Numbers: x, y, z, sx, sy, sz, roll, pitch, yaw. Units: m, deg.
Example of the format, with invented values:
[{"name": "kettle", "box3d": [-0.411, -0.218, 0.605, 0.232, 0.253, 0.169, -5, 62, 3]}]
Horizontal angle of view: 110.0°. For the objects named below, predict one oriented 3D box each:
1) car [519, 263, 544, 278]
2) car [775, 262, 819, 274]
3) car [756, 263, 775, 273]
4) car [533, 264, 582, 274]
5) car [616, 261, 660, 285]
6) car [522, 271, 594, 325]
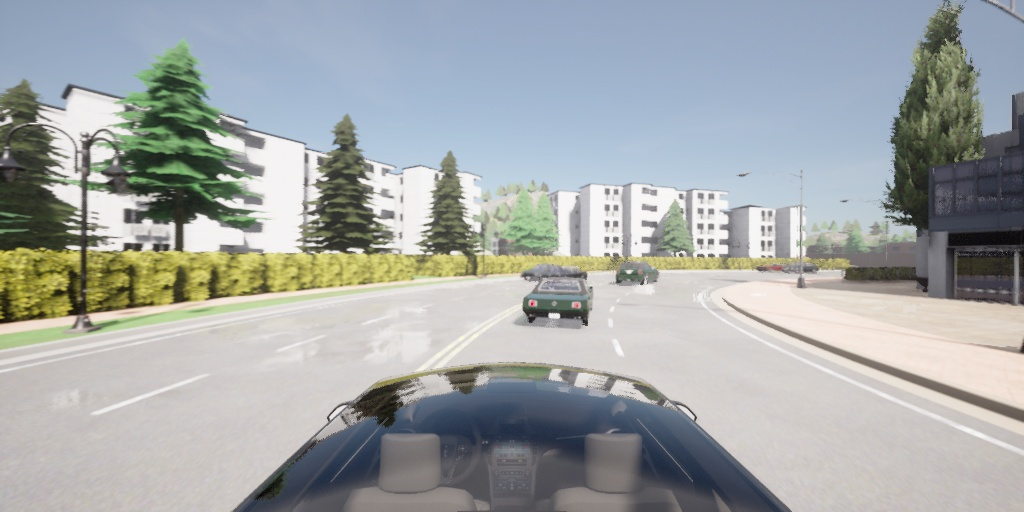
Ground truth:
[{"name": "car", "box3d": [2.834, 1.342, 30.305, 2.033, 1.411, 5.357, 0, 0, 37]}, {"name": "car", "box3d": [38.094, 1.589, 47.468, 4.902, 1.511, 2.128, 0, 0, -16]}, {"name": "car", "box3d": [37.083, 1.693, 50.804, 4.718, 1.301, 1.895, 0, 0, -15]}, {"name": "car", "box3d": [3.625, 1.398, 25.287, 1.895, 1.301, 4.718, 0, 0, 33]}, {"name": "car", "box3d": [9.618, 1.200, 27.232, 2.097, 1.767, 4.553, 1, 0, 37]}, {"name": "car", "box3d": [1.748, 1.373, 12.068, 1.895, 1.301, 4.718, 0, 0, 15]}]
